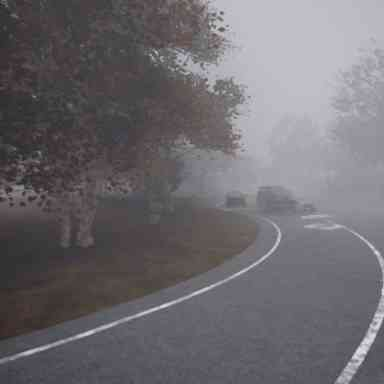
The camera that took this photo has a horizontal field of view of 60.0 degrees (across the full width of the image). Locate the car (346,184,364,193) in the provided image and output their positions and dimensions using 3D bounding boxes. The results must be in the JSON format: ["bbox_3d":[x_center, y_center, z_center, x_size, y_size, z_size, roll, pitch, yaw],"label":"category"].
[{"bbox_3d":[26.652,-0.633,56.768,4.902,1.511,2.128,-1,1,4],"label":"car"}]

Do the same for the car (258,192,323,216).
[{"bbox_3d":[7.330,0.968,25.174,1.994,1.385,4.181,-3,2,-26],"label":"car"}]

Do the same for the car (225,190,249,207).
[{"bbox_3d":[4.565,0.722,35.322,1.882,1.535,5.008,-2,1,3],"label":"car"}]

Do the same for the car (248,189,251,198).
[{"bbox_3d":[8.980,0.225,48.675,1.882,1.535,5.008,-1,2,42],"label":"car"}]

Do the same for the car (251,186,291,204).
[{"bbox_3d":[7.902,0.440,31.648,2.150,2.045,5.566,-3,2,-10],"label":"car"}]

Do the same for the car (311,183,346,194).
[{"bbox_3d":[21.329,-0.534,52.981,4.553,1.767,2.097,-2,2,-10],"label":"car"}]
